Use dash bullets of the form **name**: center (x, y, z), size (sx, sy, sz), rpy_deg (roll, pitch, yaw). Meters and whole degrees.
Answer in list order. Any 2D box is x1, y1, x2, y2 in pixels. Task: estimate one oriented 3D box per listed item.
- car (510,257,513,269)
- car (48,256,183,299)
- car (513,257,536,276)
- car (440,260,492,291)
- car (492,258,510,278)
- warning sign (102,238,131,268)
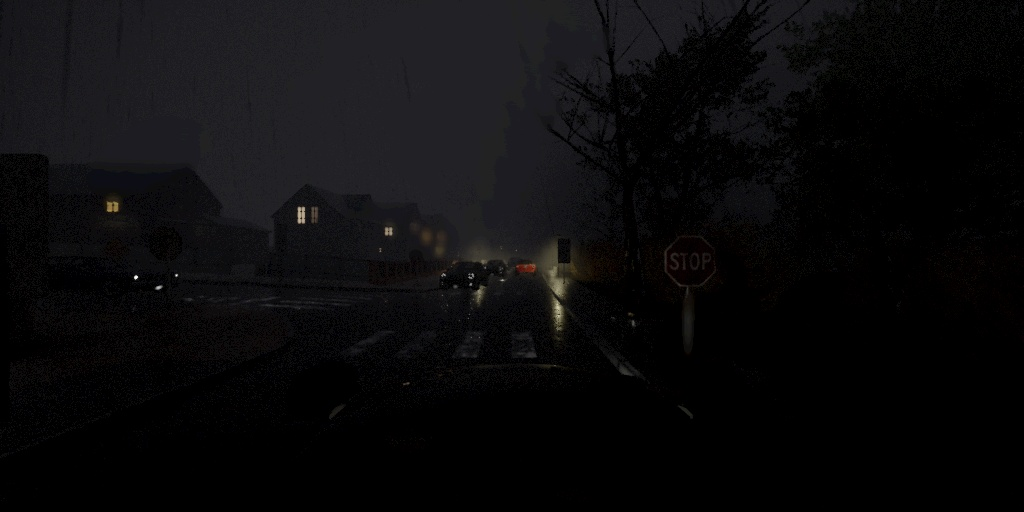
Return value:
- **car**: center (0.468, 1.158, 58.215), size (2.150, 2.045, 5.566), rpy_deg (0, -1, 7)
- **car**: center (-14.669, 0.699, 12.671), size (4.718, 1.301, 1.895), rpy_deg (3, 0, 0)
- **car**: center (1.533, 1.162, 38.667), size (2.097, 1.767, 4.553), rpy_deg (0, 0, 4)
- **car**: center (-2.810, 1.109, 21.880), size (2.097, 1.767, 4.553), rpy_deg (0, 0, 7)
- **car**: center (-1.668, 1.146, 35.169), size (2.097, 1.767, 4.553), rpy_deg (0, 0, 4)
- **warning sign**: center (-19.873, 0.001, 18.041), size (1.060, 1.860, 1.300), rpy_deg (0, 0, 0)
